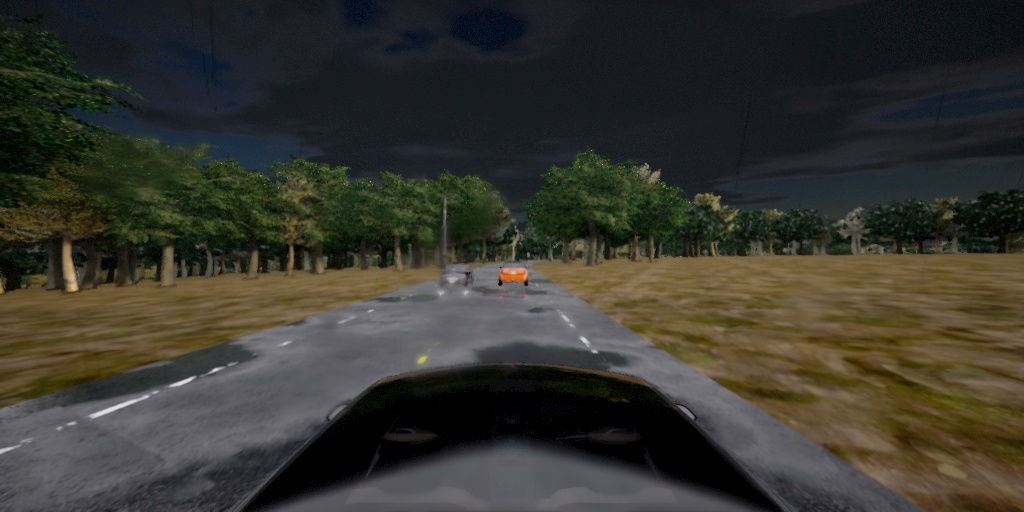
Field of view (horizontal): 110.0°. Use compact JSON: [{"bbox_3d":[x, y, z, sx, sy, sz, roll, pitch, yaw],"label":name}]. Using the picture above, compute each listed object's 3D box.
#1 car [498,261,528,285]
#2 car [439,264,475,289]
[{"bbox_3d":[0.101,1.150,26.798,2.097,1.767,4.553,0,0,0],"label":"car"},{"bbox_3d":[-3.596,1.294,24.025,2.128,1.511,4.902,0,0,0],"label":"car"}]
